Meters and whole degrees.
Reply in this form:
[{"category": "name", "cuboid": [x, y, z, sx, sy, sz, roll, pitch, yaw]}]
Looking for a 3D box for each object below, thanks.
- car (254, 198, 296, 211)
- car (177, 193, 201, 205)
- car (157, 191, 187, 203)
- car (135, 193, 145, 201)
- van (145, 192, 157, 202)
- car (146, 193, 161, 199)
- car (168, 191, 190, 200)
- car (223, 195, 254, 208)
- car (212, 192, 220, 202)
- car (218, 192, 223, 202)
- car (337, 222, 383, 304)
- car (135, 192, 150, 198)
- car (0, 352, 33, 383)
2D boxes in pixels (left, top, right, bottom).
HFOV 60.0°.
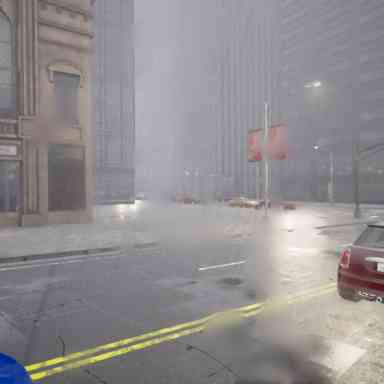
[{"category": "car", "cuboid": [9.755, 1.399, 38.161, 1.887, 1.381, 4.507, 0, 1, -35]}, {"category": "car", "cuboid": [0.006, 1.258, 51.935, 1.887, 1.381, 4.507, 0, 1, -35]}, {"category": "car", "cuboid": [-3.243, 0.978, 56.524, 2.192, 1.841, 5.009, 0, 1, -35]}, {"category": "car", "cuboid": [-9.743, 1.108, 65.708, 2.008, 1.369, 4.403, 0, 1, -35]}, {"category": "van", "cuboid": [-6.493, 0.952, 61.116, 1.690, 1.788, 3.998, 0, 1, -35]}, {"category": "car", "cuboid": [-9.281, 0.925, 79.812, 1.802, 1.307, 4.206, 0, 1, -35]}, {"category": "car", "cuboid": [-2.782, 0.770, 70.628, 2.192, 1.841, 5.009, 0, 1, -35]}, {"category": "car", "cuboid": [6.603, 1.336, 42.614, 1.752, 1.417, 4.829, 0, 1, -35]}, {"category": "car", "cuboid": [3.717, 0.875, 61.447, 2.192, 1.841, 5.009, 0, 1, -35]}, {"category": "car", "cuboid": [6.965, 1.176, 56.858, 1.947, 1.339, 4.313, 0, 1, -35]}, {"category": "car", "cuboid": [5.125, 1.350, 7.015, 4.553, 1.767, 2.097, 0, 0, -35]}, {"category": "car", "cuboid": [-12.531, 0.830, 84.402, 1.887, 1.381, 4.507, 0, 1, -35]}, {"category": "car", "cuboid": [-3.258, 1.478, 1.148, 5.008, 1.535, 1.882, 0, 0, -35]}]
